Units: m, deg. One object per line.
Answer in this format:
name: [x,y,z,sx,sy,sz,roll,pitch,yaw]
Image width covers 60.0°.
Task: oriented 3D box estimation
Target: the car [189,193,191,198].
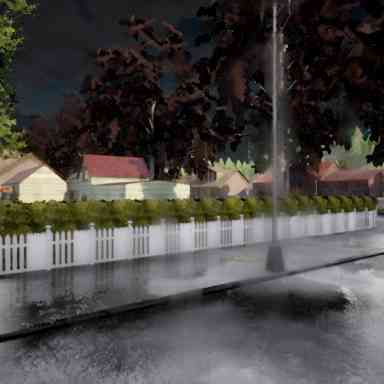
car: [-2.189,1.196,57.477,2.150,2.045,5.566,0,0,-35]
